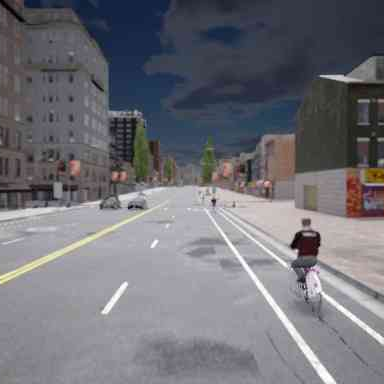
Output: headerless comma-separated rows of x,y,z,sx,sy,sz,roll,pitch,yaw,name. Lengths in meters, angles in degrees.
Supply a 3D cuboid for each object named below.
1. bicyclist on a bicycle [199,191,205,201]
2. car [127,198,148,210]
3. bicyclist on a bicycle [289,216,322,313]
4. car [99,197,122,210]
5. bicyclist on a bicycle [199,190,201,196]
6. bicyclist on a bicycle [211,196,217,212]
2.302,1.032,66.619,0.866,1.612,1.509,0,1,0,bicyclist on a bicycle
-6.496,1.413,40.187,2.033,1.411,5.357,0,0,0,car
2.253,1.369,6.759,0.659,1.776,1.843,0,0,0,bicyclist on a bicycle
-9.747,1.374,40.021,1.837,1.490,4.892,0,0,0,car
2.295,0.267,95.508,0.659,1.776,1.843,0,2,0,bicyclist on a bicycle
2.267,1.269,34.604,0.659,1.776,1.843,0,0,0,bicyclist on a bicycle
